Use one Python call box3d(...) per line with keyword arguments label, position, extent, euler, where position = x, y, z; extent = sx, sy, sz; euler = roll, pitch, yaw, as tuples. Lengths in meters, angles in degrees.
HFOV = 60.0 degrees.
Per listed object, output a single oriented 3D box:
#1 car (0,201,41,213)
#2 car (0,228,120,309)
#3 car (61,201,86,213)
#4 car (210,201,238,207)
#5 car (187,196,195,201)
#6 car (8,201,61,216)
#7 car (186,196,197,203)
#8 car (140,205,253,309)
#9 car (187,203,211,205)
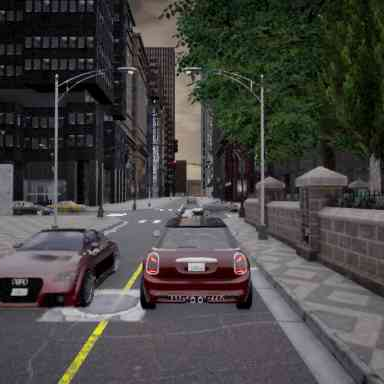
box3d(label="car", position=(-20.225, 1.709, 38.625), extent=(4.403, 1.369, 2.008), euler=(0, -1, 0))
box3d(label="car", position=(-3.021, 1.569, 7.814), extent=(1.994, 1.385, 4.181), euler=(0, 0, 0))
box3d(label="car", position=(-14.883, 1.676, 38.612), extent=(4.829, 1.417, 1.752), euler=(0, -1, 0))
box3d(label="car", position=(3.064, 1.661, 37.561), extent=(4.181, 1.385, 1.994), euler=(1, 0, 30))
box3d(label="car", position=(-0.267, 1.792, 90.916), extent=(2.033, 1.411, 5.357), euler=(0, 0, 0))
box3d(label="car", position=(-14.725, 1.518, 30.088), extent=(4.403, 1.369, 2.008), euler=(0, -1, 0))
box3d(label="car", position=(-0.088, 1.633, 67.171), extent=(2.128, 1.511, 4.902), euler=(0, 0, 0))
box3d(label="car", position=(0.075, 1.357, 8.046), extent=(2.097, 1.767, 4.553), euler=(0, 0, 0))
box3d(label="car", position=(0.045, 1.542, 18.172), extent=(1.812, 1.442, 4.674), euler=(0, 0, 0))
